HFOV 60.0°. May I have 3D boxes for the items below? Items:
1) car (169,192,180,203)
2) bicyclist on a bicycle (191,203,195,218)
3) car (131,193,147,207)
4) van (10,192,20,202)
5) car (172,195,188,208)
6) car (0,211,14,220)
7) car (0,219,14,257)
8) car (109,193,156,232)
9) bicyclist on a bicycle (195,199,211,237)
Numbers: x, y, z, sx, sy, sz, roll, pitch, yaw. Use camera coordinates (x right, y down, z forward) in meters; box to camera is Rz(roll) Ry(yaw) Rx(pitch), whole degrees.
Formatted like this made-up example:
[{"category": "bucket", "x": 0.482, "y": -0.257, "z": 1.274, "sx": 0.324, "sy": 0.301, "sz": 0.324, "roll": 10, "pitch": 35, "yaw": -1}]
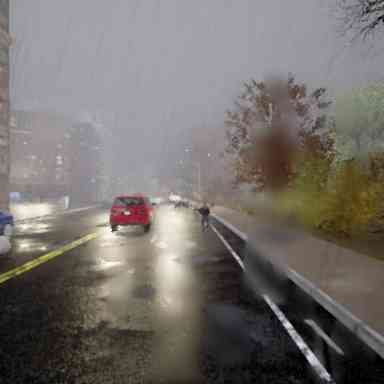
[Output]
[{"category": "car", "x": -3.527, "y": 1.116, "z": 69.270, "sx": 2.150, "sy": 2.045, "sz": 5.566, "roll": 0, "pitch": 0, "yaw": -6}, {"category": "bicyclist on a bicycle", "x": 0.359, "y": 1.398, "z": 26.916, "sx": 0.866, "sy": 1.612, "sz": 1.509, "roll": 0, "pitch": 0, "yaw": -2}, {"category": "car", "x": -8.746, "y": 1.259, "z": 54.925, "sx": 2.150, "sy": 2.045, "sz": 5.566, "roll": 0, "pitch": 0, "yaw": -5}, {"category": "van", "x": -33.838, "y": 0.862, "z": 61.361, "sx": 3.998, "sy": 1.788, "sz": 1.690, "roll": 1, "pitch": -1, "yaw": -34}, {"category": "car", "x": -1.554, "y": 1.533, "z": 46.682, "sx": 1.895, "sy": 1.301, "sz": 4.718, "roll": 0, "pitch": 0, "yaw": -4}, {"category": "car", "x": -10.040, "y": 1.472, "z": 15.065, "sx": 1.882, "sy": 1.535, "sz": 5.008, "roll": 0, "pitch": 0, "yaw": -1}, {"category": "car", "x": -6.653, "y": 1.599, "z": 8.242, "sx": 1.895, "sy": 1.301, "sz": 4.718, "roll": 0, "pitch": 0, "yaw": -1}, {"category": "car", "x": -3.477, "y": 1.199, "z": 20.158, "sx": 2.150, "sy": 2.045, "sz": 5.566, "roll": 0, "pitch": 0, "yaw": -2}, {"category": "bicyclist on a bicycle", "x": 0.652, "y": 1.345, "z": 17.112, "sx": 0.659, "sy": 1.776, "sz": 1.843, "roll": 0, "pitch": 0, "yaw": -1}]
